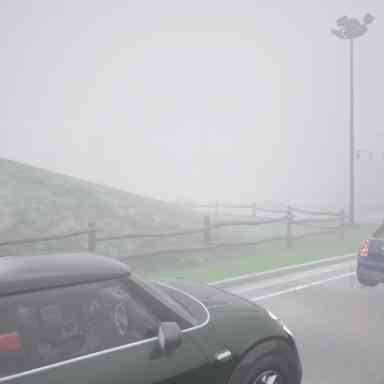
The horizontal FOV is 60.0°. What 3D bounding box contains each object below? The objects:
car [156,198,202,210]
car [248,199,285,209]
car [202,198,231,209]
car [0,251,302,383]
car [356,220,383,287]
[{"bbox_3d":[-1.698,1.473,43.209,5.008,1.535,1.882,0,0,24],"label":"car"},{"bbox_3d":[10.022,1.593,44.925,4.718,1.301,1.895,0,0,32],"label":"car"},{"bbox_3d":[3.206,1.557,44.732,4.181,1.385,1.994,0,0,27],"label":"car"},{"bbox_3d":[-1.082,1.352,2.975,4.553,1.767,2.097,0,0,-35],"label":"car"},{"bbox_3d":[6.065,1.350,8.119,4.553,1.767,2.097,0,0,-35],"label":"car"}]
